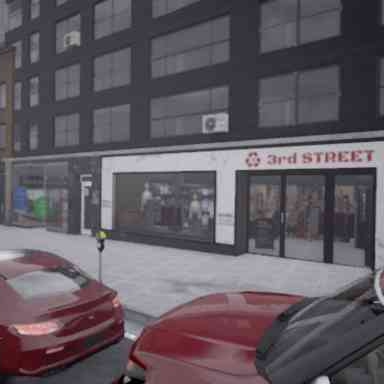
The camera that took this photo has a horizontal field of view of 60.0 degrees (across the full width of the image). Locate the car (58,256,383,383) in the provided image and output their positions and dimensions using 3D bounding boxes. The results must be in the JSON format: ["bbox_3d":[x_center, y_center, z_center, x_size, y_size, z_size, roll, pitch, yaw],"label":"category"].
[{"bbox_3d":[1.758,1.319,1.829,5.009,1.841,2.192,1,1,35],"label":"car"}]

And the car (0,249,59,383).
[{"bbox_3d":[-2.831,1.538,5.016,4.206,1.307,1.802,1,1,35],"label":"car"}]
